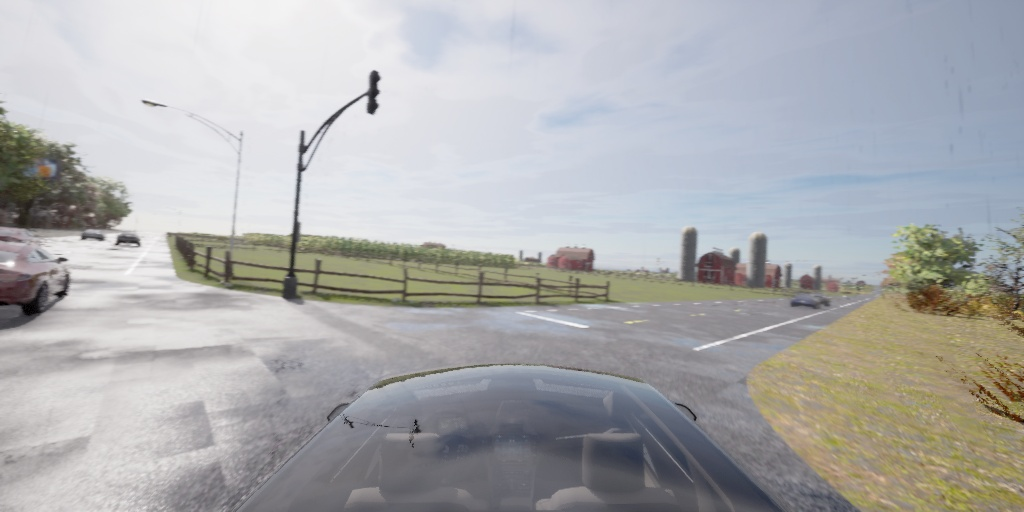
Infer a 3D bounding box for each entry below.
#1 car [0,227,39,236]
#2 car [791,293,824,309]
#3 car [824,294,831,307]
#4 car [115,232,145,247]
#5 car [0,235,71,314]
[{"bbox_3d":[-27.818,-0.857,19.770,1.812,1.442,4.674,5,-1,-44],"label":"car"},{"bbox_3d":[29.328,4.478,35.793,4.181,1.385,1.994,6,-2,-44],"label":"car"},{"bbox_3d":[36.670,5.170,42.890,4.902,1.511,2.128,6,-2,-44],"label":"car"},{"bbox_3d":[-41.458,-1.849,38.871,1.837,1.490,4.892,5,0,-44],"label":"car"},{"bbox_3d":[-11.459,0.388,7.905,1.812,1.442,4.674,5,0,-44],"label":"car"}]
